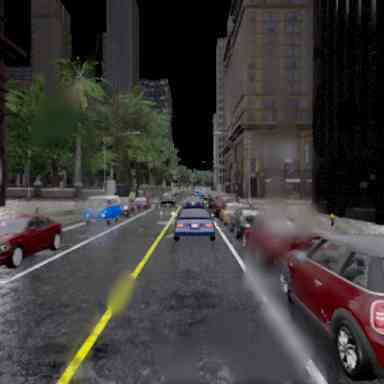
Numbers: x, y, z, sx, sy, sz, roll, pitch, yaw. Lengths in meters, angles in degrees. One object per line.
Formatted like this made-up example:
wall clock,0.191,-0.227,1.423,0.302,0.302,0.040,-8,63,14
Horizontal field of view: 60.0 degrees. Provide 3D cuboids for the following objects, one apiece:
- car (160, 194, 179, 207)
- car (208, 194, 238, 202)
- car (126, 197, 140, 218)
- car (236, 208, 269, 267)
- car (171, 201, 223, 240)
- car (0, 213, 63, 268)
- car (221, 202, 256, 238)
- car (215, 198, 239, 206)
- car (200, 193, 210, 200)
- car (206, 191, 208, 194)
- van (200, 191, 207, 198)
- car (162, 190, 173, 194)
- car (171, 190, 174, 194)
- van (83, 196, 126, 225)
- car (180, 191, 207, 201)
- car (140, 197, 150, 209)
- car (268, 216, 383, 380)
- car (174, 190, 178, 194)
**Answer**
car,-2.995,1.216,42.280,1.895,1.301,4.718,0,0,0
car,2.765,1.069,27.132,2.192,1.841,5.009,0,1,0
car,-5.759,1.193,27.151,1.967,1.590,4.097,0,1,0
car,2.761,1.445,10.860,1.887,1.381,4.507,0,1,0
car,0.107,1.401,16.046,2.033,1.411,5.357,0,1,0
car,-5.763,1.444,10.874,1.887,1.381,4.507,0,1,0
car,2.764,1.402,16.284,2.008,1.369,4.403,0,1,0
car,2.765,1.327,21.879,1.752,1.417,4.829,0,1,0
car,2.778,0.916,69.840,1.947,1.339,4.313,0,1,0
car,2.777,0.969,64.420,1.947,1.339,4.313,0,1,0
van,2.780,0.585,80.678,1.690,1.788,3.998,0,1,0
car,-5.747,0.901,69.862,2.008,1.369,4.403,0,1,0
car,-5.746,0.737,75.281,1.967,1.590,4.097,0,1,0
van,-5.761,1.143,21.724,1.690,1.788,3.998,0,1,0
car,0.109,1.048,33.350,2.097,1.767,4.553,0,1,0
car,-5.756,1.235,38.005,1.802,1.307,4.206,0,1,0
car,2.760,1.389,5.434,1.967,1.590,4.097,0,1,0
car,-5.742,0.575,91.541,1.967,1.590,4.097,0,1,0
